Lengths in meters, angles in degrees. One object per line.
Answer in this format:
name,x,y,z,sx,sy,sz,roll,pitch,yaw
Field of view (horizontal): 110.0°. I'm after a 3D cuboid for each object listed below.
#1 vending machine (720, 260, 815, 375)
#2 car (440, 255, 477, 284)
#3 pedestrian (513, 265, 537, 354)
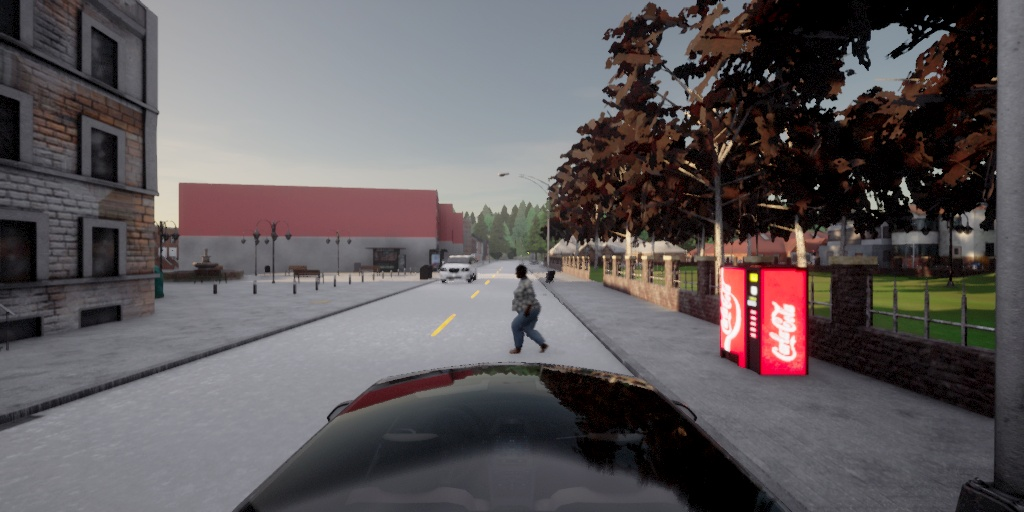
vending machine,4.323,1.164,6.244,1.100,2.100,0.880,0,0,0
car,-3.945,0.963,27.237,2.150,2.045,5.566,0,0,0
pedestrian,0.256,1.042,7.204,0.375,1.860,0.375,0,0,0
